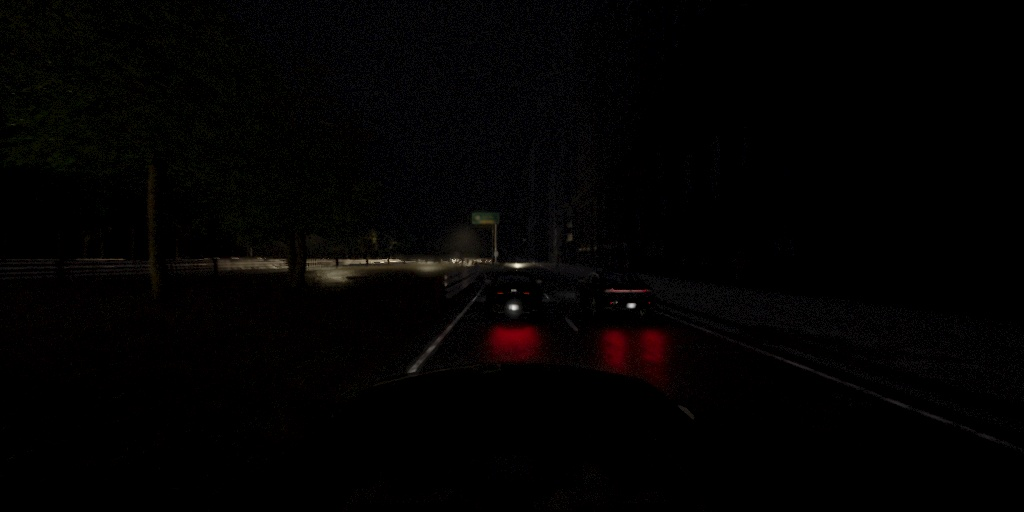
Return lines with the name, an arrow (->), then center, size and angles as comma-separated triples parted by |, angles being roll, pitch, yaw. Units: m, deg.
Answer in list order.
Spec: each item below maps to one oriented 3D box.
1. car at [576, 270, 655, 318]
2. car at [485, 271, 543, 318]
car -> 3.565, 1.264, 13.094 | 2.128, 1.511, 4.902 | 0, 0, 0
car -> 0.067, 1.279, 13.165 | 1.837, 1.490, 4.892 | 0, 0, 0
